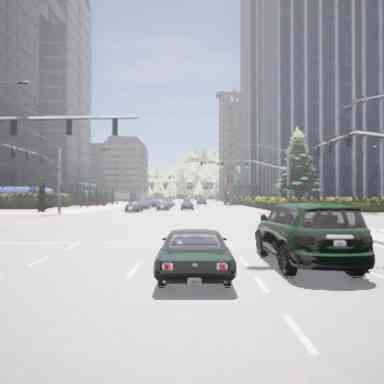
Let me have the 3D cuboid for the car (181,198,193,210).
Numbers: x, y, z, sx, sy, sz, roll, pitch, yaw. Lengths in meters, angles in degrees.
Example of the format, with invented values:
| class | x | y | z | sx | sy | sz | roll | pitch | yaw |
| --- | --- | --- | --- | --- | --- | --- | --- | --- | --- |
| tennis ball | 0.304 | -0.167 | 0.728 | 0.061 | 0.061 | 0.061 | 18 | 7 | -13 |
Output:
| class | x | y | z | sx | sy | sz | roll | pitch | yaw |
| --- | --- | --- | --- | --- | --- | --- | --- | --- | --- |
| car | -0.777 | 2.163 | 54.247 | 1.994 | 1.385 | 4.181 | 0 | -1 | -1 |

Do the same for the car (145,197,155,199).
| class | x | y | z | sx | sy | sz | roll | pitch | yaw |
| --- | --- | --- | --- | --- | --- | --- | --- | --- | --- |
| car | -8.038 | 1.923 | 63.620 | 2.150 | 2.045 | 5.566 | 0 | -1 | 0 |

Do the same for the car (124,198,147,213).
| class | x | y | z | sx | sy | sz | roll | pitch | yaw |
| --- | --- | --- | --- | --- | --- | --- | --- | --- | --- |
| car | -7.871 | 1.991 | 45.225 | 2.128 | 1.511 | 4.902 | 0 | -1 | 1 |

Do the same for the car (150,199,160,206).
| class | x | y | z | sx | sy | sz | roll | pitch | yaw |
| --- | --- | --- | --- | --- | --- | --- | --- | --- | --- |
| car | -8.151 | 2.364 | 73.598 | 1.994 | 1.385 | 4.181 | 0 | -1 | -1 |

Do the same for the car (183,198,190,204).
| class | x | y | z | sx | sy | sz | roll | pitch | yaw |
| --- | --- | --- | --- | --- | --- | --- | --- | --- | --- |
| car | -1.364 | 2.466 | 87.575 | 1.837 | 1.490 | 4.892 | 0 | -1 | -1 |

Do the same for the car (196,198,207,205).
| class | x | y | z | sx | sy | sz | roll | pitch | yaw |
| --- | --- | --- | --- | --- | --- | --- | --- | --- | --- |
| car | 2.292 | 2.202 | 77.403 | 2.097 | 1.767 | 4.553 | 0 | -1 | -1 |

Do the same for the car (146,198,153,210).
| class | x | y | z | sx | sy | sz | roll | pitch | yaw |
| --- | --- | --- | --- | --- | --- | --- | --- | --- | --- |
| car | -7.940 | 2.161 | 54.134 | 1.994 | 1.385 | 4.181 | 0 | -1 | -1 |

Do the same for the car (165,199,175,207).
| class | x | y | z | sx | sy | sz | roll | pitch | yaw |
| --- | --- | --- | --- | --- | --- | --- | --- | --- | --- |
| car | -4.618 | 2.266 | 71.451 | 1.882 | 1.535 | 5.008 | 0 | -1 | -1 |

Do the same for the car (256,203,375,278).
| class | x | y | z | sx | sy | sz | roll | pitch | yaw |
| --- | --- | --- | --- | --- | --- | --- | --- | --- | --- |
| car | 3.572 | 1.344 | 10.712 | 2.150 | 2.045 | 5.566 | 0 | 0 | 0 |

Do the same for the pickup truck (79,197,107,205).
| class | x | y | z | sx | sy | sz | roll | pitch | yaw |
| --- | --- | --- | --- | --- | --- | --- | --- | --- | --- |
| pickup truck | -21.249 | 1.852 | 71.972 | 2.390 | 2.098 | 6.274 | 0 | -1 | 30 |

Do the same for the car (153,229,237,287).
| class | x | y | z | sx | sy | sz | roll | pitch | yaw |
| --- | --- | --- | --- | --- | --- | --- | --- | --- | --- |
| car | 0.068 | 1.708 | 9.592 | 1.895 | 1.301 | 4.718 | 0 | -1 | 0 |

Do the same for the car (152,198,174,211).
| class | x | y | z | sx | sy | sz | roll | pitch | yaw |
| --- | --- | --- | --- | --- | --- | --- | --- | --- | --- |
| car | -4.394 | 2.053 | 50.888 | 2.128 | 1.511 | 4.902 | 0 | -1 | -1 |

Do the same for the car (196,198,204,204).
| class | x | y | z | sx | sy | sz | roll | pitch | yaw |
| --- | --- | --- | --- | --- | --- | --- | --- | --- | --- |
| car | 2.135 | 2.354 | 87.682 | 1.882 | 1.535 | 5.008 | 0 | -1 | -1 |
